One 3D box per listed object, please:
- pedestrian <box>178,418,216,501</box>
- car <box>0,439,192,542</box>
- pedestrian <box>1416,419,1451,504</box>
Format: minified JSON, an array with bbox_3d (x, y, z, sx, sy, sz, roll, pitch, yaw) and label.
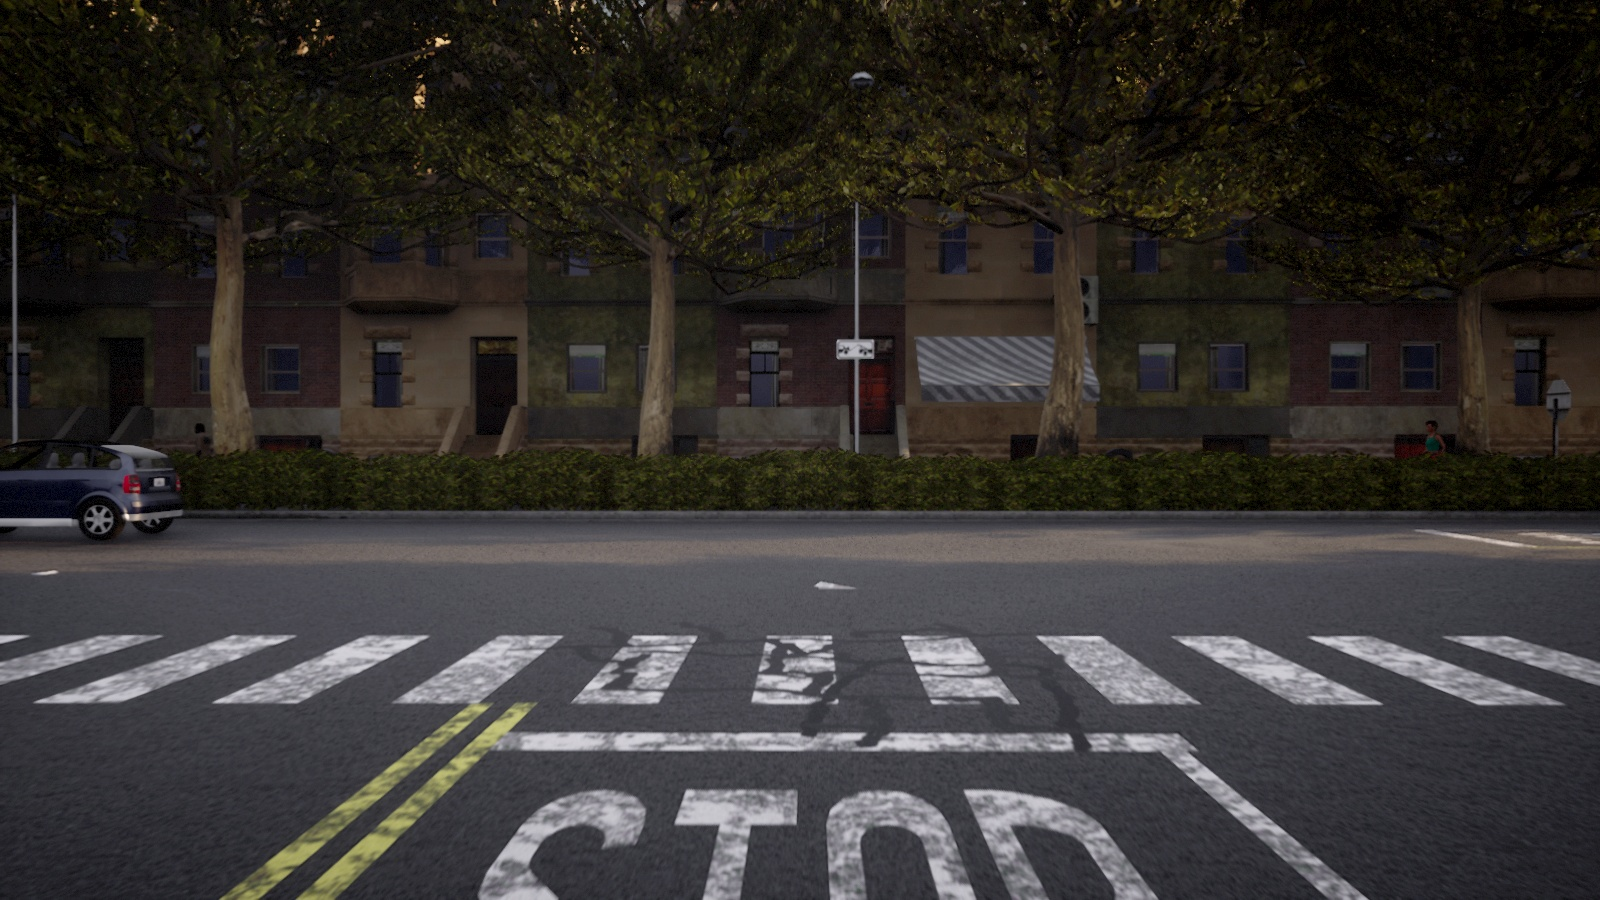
[{"bbox_3d":[-14.102,0.218,29.359,0.692,1.930,0.396,0,0,12],"label":"pedestrian"},{"bbox_3d":[-11.906,0.598,19.863,3.705,1.549,1.789,0,0,1],"label":"car"},{"bbox_3d":[13.869,0.251,27.484,0.594,1.836,0.345,0,0,3],"label":"pedestrian"}]
